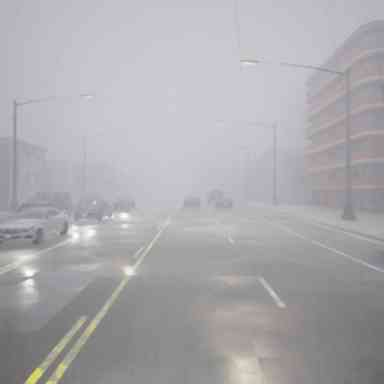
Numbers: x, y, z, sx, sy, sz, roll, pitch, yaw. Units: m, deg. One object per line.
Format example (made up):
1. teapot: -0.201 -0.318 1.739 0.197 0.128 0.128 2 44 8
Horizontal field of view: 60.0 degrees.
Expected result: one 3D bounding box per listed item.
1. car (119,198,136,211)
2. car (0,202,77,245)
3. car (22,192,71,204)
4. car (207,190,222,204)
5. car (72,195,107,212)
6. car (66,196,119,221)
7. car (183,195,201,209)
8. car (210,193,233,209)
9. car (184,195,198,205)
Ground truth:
1. car: -7.141 1.255 34.633 1.895 1.301 4.718 0 1 0
2. car: -7.135 1.420 15.221 1.812 1.442 4.674 0 1 0
3. car: -10.647 1.001 24.751 2.150 2.045 5.566 0 1 0
4. car: 3.387 0.726 48.314 2.150 2.045 5.566 0 0 0
5. car: -10.637 1.143 35.002 2.128 1.511 4.902 0 1 0
6. car: -7.153 1.270 24.503 2.128 1.511 4.902 0 1 0
7. car: 0.006 1.086 37.963 1.882 1.535 5.008 0 1 0
8. car: 3.507 1.173 37.827 1.994 1.385 4.181 0 1 0
9. car: -0.114 1.105 48.762 1.895 1.301 4.718 0 0 0
